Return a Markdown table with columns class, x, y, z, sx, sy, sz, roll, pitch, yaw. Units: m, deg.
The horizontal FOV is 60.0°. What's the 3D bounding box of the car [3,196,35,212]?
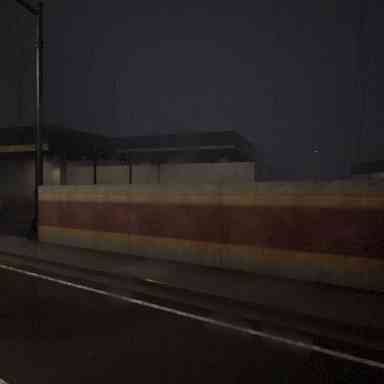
| class | x | y | z | sx | sy | sz | roll | pitch | yaw |
| --- | --- | --- | --- | --- | --- | --- | --- | --- | --- |
| car | -18.622 | 1.295 | 37.483 | 2.242 | 1.667 | 4.611 | 0 | 0 | 36 |
